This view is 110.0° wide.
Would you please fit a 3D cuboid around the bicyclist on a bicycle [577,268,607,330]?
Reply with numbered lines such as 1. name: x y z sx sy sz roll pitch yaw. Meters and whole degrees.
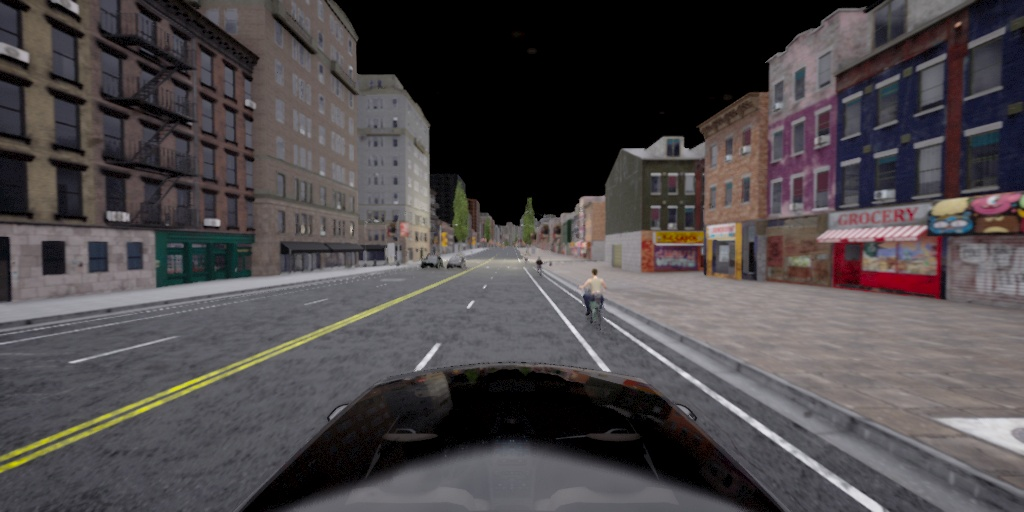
1. bicyclist on a bicycle: 2.249 1.135 9.869 0.866 1.612 1.509 0 1 0

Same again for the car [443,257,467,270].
1. car: -6.571 0.868 42.697 1.837 1.490 4.892 0 0 0

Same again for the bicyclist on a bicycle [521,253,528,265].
1. bicyclist on a bicycle: 2.229 0.533 55.757 0.866 1.612 1.509 0 5 0

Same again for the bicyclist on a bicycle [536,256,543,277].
1. bicyclist on a bicycle: 2.241 0.891 29.516 0.659 1.776 1.843 0 1 0

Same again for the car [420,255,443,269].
1. car: -9.809 0.692 44.264 2.097 1.767 4.553 0 1 0
